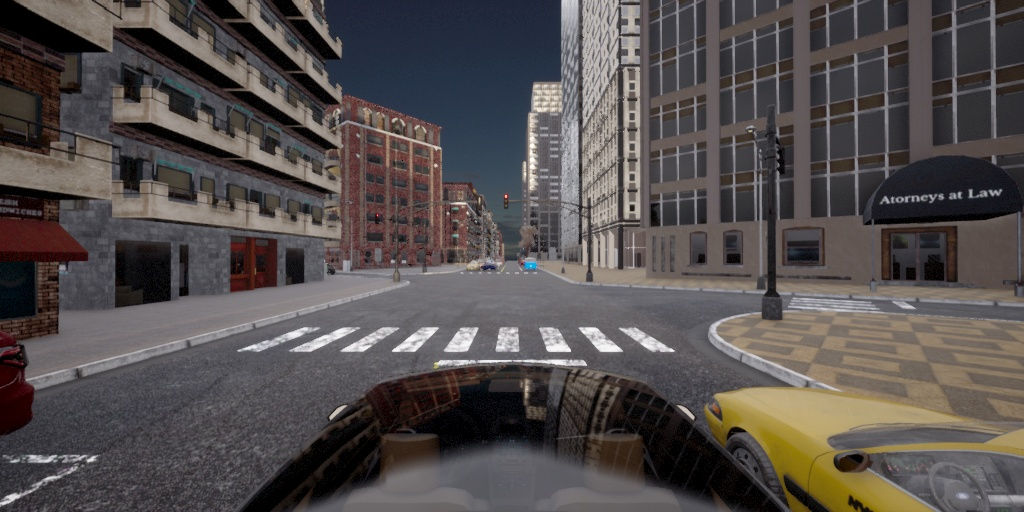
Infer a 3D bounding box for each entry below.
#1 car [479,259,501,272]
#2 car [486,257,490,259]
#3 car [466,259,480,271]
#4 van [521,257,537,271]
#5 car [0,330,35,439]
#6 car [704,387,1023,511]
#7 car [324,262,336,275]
[{"bbox_3d":[-2.861,1.388,46.996,1.895,1.301,4.718,0,0,0],"label":"car"},{"bbox_3d":[-5.340,1.257,61.212,1.967,1.591,4.097,0,0,0],"label":"car"},{"bbox_3d":[-5.335,1.318,49.937,1.751,1.417,4.829,0,0,0],"label":"car"},{"bbox_3d":[2.545,1.134,50.110,1.690,1.789,3.998,0,0,0],"label":"van"},{"bbox_3d":[-5.314,1.065,1.107,2.192,1.841,5.009,0,0,0],"label":"car"},{"bbox_3d":[2.566,1.275,1.287,1.751,1.417,4.829,0,0,0],"label":"car"},{"bbox_3d":[-22.368,1.453,41.804,4.892,1.490,1.837,0,-1,41],"label":"car"}]
